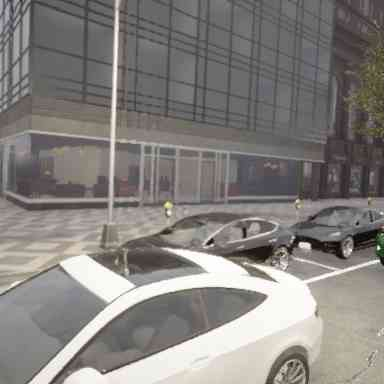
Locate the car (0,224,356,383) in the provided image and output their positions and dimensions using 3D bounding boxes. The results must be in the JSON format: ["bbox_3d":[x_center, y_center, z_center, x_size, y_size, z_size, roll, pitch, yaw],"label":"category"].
[{"bbox_3d":[-0.691,1.309,2.852,4.674,1.442,1.812,0,4,-38],"label":"car"}]

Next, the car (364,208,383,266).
[{"bbox_3d":[7.101,0.981,8.864,5.566,2.045,2.150,0,4,-38],"label":"car"}]

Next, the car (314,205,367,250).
[{"bbox_3d":[4.928,1.133,10.685,4.313,1.339,1.947,0,4,-38],"label":"car"}]

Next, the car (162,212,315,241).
[{"bbox_3d":[0.468,1.146,7.232,4.313,1.339,1.947,0,4,-38],"label":"car"}]

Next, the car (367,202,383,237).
[{"bbox_3d":[9.387,1.138,14.138,4.206,1.307,1.802,0,4,-38],"label":"car"}]
